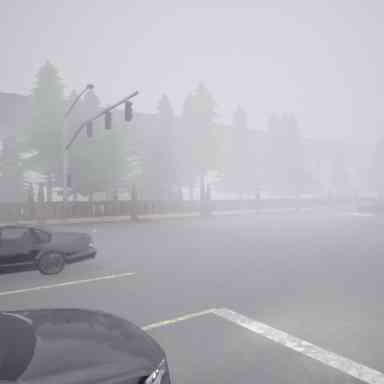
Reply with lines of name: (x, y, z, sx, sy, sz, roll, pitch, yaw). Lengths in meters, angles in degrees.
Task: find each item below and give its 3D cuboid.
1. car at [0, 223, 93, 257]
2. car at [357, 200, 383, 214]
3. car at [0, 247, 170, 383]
car: (-5.321, 1.548, 8.796, 5.357, 1.411, 2.033, 0, 0, -36)
car: (19.180, 1.500, 34.977, 4.181, 1.385, 1.994, 0, 0, -36)
car: (-2.405, 1.491, 2.051, 4.902, 1.511, 2.128, 0, 0, -35)
